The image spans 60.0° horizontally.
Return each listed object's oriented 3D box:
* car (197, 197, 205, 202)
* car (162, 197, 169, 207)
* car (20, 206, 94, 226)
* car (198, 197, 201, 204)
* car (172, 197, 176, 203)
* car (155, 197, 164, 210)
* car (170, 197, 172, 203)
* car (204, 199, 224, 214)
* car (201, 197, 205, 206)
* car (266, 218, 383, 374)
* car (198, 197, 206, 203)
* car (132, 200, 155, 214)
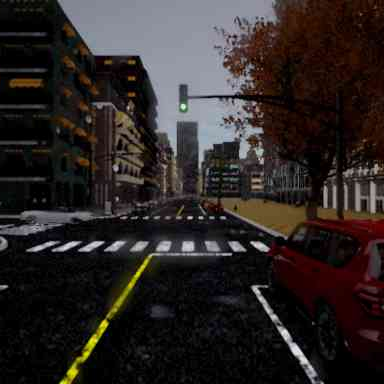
[{"bbox_3d":[2.575,2.192,93.369,2.008,1.369,4.403,0,0,0],"label":"car"},{"bbox_3d":[-5.764,1.834,60.164,1.967,1.590,4.097,0,0,0],"label":"car"},{"bbox_3d":[-9.587,1.682,23.773,4.718,1.301,1.895,2,0,-9],"label":"car"},{"bbox_3d":[2.610,2.016,65.705,1.802,1.307,4.206,0,0,0],"label":"car"},{"bbox_3d":[-5.792,1.996,82.295,1.967,1.590,4.097,0,0,0],"label":"car"},{"bbox_3d":[-5.750,1.865,49.099,2.008,1.369,4.403,0,0,0],"label":"car"},{"bbox_3d":[-5.778,2.056,71.228,1.802,1.307,4.206,0,0,0],"label":"car"},{"bbox_3d":[2.644,1.783,38.043,1.887,1.381,4.507,0,0,0],"label":"car"},{"bbox_3d":[2.630,1.841,49.279,1.752,1.417,4.829,0,0,0],"label":"car"},{"bbox_3d":[2.686,1.350,5.658,2.192,1.841,5.009,0,0,0],"label":"car"},{"bbox_3d":[2.582,2.143,87.837,1.887,1.381,4.507,0,0,0],"label":"car"},{"bbox_3d":[-5.736,1.789,38.033,2.008,1.369,4.403,0,0,0],"label":"car"}]
